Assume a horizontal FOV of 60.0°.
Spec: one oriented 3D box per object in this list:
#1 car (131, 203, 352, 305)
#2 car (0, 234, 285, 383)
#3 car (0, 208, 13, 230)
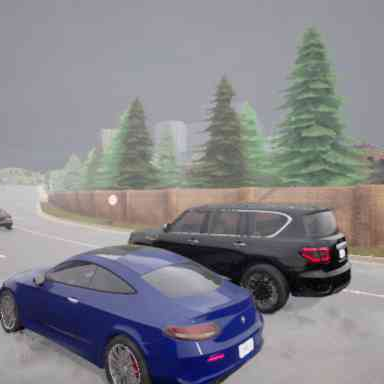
[{"bbox_3d":[0.755,1.276,7.980,5.566,2.045,2.150,0,0,38],"label":"car"},{"bbox_3d":[-1.201,1.565,5.116,4.674,1.442,1.812,0,0,38],"label":"car"},{"bbox_3d":[-13.218,1.726,21.904,2.033,1.411,5.357,0,-1,-39],"label":"car"}]
